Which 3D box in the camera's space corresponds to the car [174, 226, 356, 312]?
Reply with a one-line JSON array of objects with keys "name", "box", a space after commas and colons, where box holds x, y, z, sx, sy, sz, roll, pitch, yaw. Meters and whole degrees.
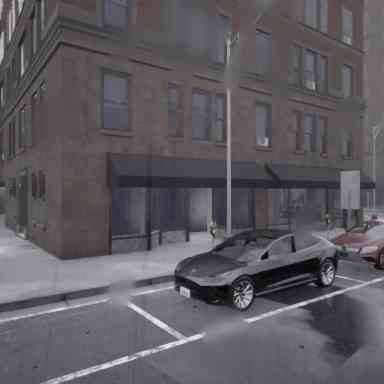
[{"name": "car", "box": [1.640, 1.566, 7.704, 4.313, 1.339, 1.947, 0, 0, -35]}]

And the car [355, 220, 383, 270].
[{"name": "car", "box": [6.119, 1.582, 10.898, 4.206, 1.307, 1.802, 0, 0, -35]}]
